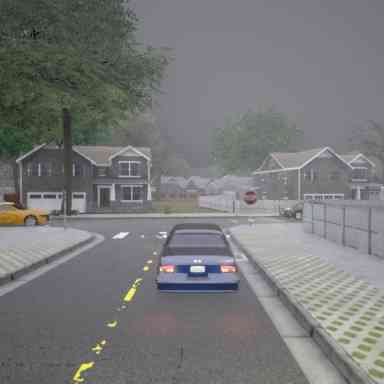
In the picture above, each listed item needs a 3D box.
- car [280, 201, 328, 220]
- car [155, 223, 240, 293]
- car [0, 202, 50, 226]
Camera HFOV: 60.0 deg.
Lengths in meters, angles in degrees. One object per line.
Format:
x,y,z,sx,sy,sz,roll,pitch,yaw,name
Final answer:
9.941,1.543,28.263,4.892,1.490,1.837,0,0,-12,car
0.122,1.547,8.982,2.033,1.411,5.357,0,0,0,car
-11.568,1.389,20.811,5.008,1.535,1.882,0,0,-12,car
